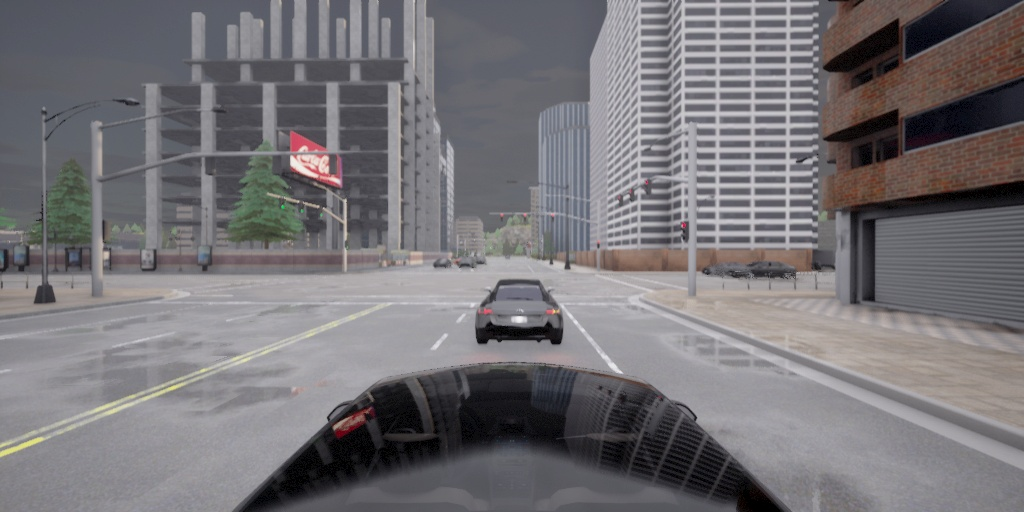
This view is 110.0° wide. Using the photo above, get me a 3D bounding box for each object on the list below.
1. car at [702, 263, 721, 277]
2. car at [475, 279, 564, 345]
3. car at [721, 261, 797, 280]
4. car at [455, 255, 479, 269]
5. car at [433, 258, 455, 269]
[{"bbox_3d":[19.475,1.184,32.303,4.181,1.385,1.994,0,0,1],"label":"car"},{"bbox_3d":[0.194,1.281,9.451,1.994,1.385,4.181,0,0,1],"label":"car"},{"bbox_3d":[19.997,1.139,28.795,4.892,1.490,1.837,0,0,1],"label":"car"},{"bbox_3d":[-6.227,0.899,50.093,2.097,1.767,4.553,0,0,1],"label":"car"},{"bbox_3d":[-9.726,1.024,50.219,1.882,1.535,5.008,0,0,1],"label":"car"}]
